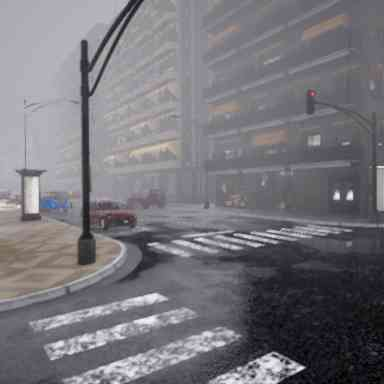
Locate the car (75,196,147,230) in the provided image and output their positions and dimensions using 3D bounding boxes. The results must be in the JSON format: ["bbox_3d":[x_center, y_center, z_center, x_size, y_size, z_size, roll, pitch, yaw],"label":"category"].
[{"bbox_3d":[-4.451,1.123,17.598,1.887,1.381,4.507,0,1,-36],"label":"car"}]

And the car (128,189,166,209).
[{"bbox_3d":[-4.330,0.625,31.677,2.192,1.841,5.009,0,1,-36],"label":"car"}]

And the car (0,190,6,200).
[{"bbox_3d":[-27.742,0.410,49.618,1.967,1.590,4.097,0,1,-36],"label":"car"}]

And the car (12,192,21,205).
[{"bbox_3d":[-17.761,0.775,35.895,1.887,1.381,4.507,0,1,-36],"label":"car"}]

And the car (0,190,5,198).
[{"bbox_3d":[-34.398,0.341,58.768,1.887,1.381,4.507,0,1,-36],"label":"car"}]

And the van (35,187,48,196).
[{"bbox_3d":[-30.950,-0.044,68.273,1.690,1.788,3.998,0,1,-36],"label":"van"}]

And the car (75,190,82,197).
[{"bbox_3d":[-17.641,0.402,49.977,1.967,1.590,4.097,0,1,-36],"label":"car"}]

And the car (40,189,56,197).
[{"bbox_3d":[-27.724,0.224,63.839,1.752,1.417,4.829,0,1,-36],"label":"car"}]

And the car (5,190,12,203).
[{"bbox_3d":[-20.988,0.672,40.333,1.752,1.417,4.829,0,1,-36],"label":"car"}]

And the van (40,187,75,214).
[{"bbox_3d":[-11.103,0.746,26.744,1.690,1.788,3.998,0,1,-36],"label":"van"}]

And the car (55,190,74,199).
[{"bbox_3d":[-20.970,0.441,54.552,1.947,1.339,4.313,0,1,-36],"label":"car"}]
